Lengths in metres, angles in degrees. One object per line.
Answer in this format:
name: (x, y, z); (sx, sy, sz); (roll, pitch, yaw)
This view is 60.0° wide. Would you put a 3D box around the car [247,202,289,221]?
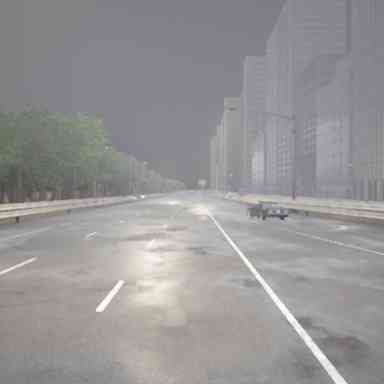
car: (6.084, 1.511, 27.261); (2.033, 1.411, 5.357); (0, 0, -8)
